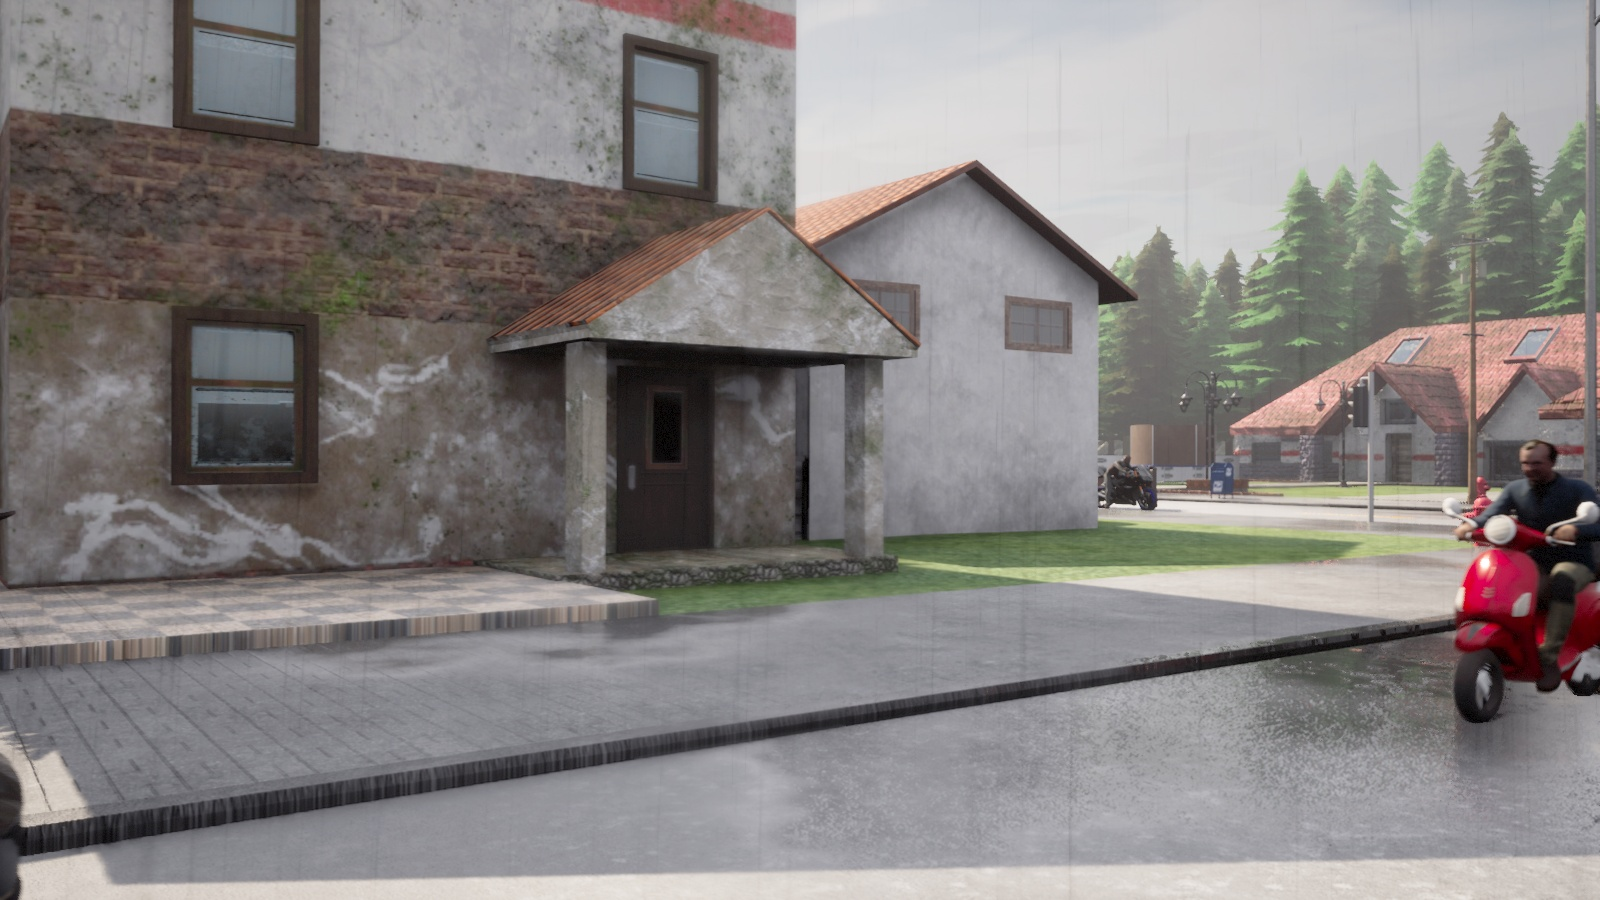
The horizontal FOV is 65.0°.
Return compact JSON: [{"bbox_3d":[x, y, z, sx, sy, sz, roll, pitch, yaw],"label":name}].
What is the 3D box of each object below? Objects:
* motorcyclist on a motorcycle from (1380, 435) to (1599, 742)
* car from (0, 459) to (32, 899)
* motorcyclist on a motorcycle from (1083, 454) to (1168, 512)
[{"bbox_3d":[4.333,0.715,7.401,1.817,1.590,0.866,0,0,-36],"label":"motorcyclist on a motorcycle"},{"bbox_3d":[-3.869,0.760,1.514,4.892,1.490,1.837,0,0,-36],"label":"car"},{"bbox_3d":[8.834,0.871,34.180,0.866,1.530,2.191,0,0,-36],"label":"motorcyclist on a motorcycle"}]
